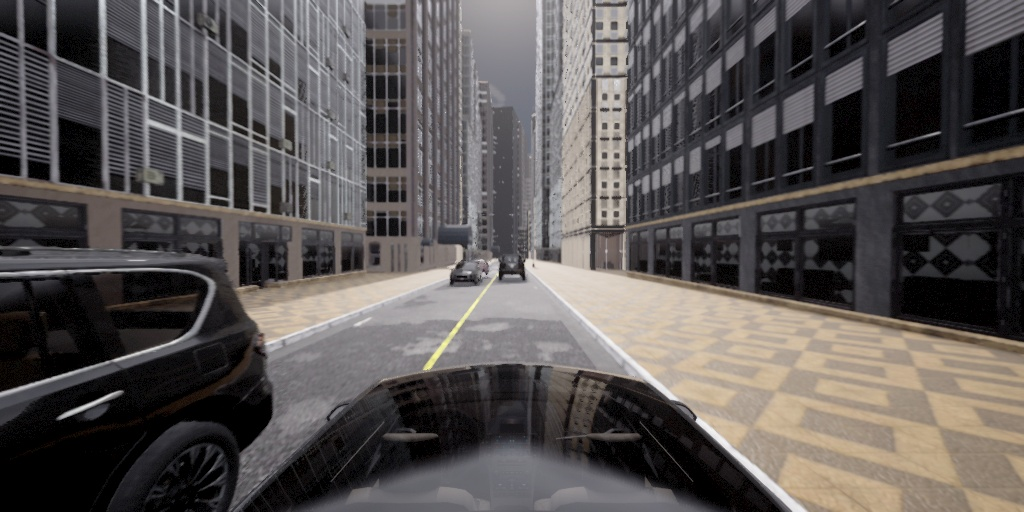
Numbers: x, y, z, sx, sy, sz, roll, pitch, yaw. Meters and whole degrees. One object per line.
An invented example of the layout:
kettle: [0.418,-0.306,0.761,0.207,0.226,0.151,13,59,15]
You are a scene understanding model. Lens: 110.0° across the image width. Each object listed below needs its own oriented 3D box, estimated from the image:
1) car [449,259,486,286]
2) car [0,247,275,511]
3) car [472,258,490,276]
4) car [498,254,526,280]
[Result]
car: [-3.075,1.156,24.579,1.837,1.490,4.892,0,0,0]
car: [-3.100,0.976,0.747,2.150,2.045,5.566,0,0,0]
car: [-2.994,0.893,31.297,1.994,1.385,4.181,0,0,0]
car: [0.009,0.852,29.797,2.150,2.045,5.566,0,0,0]
